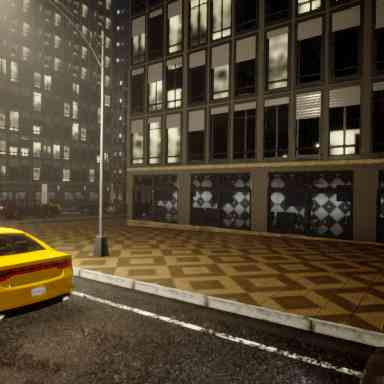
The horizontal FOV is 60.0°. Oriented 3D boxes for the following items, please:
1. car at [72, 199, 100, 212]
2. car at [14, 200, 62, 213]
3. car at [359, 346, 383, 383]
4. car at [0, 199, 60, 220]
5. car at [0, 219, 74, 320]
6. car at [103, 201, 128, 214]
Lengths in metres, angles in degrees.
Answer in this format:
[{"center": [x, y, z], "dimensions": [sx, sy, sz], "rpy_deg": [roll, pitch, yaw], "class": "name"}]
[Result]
[{"center": [-12.601, 1.711, 41.811], "dimensions": [1.837, 1.490, 4.892], "rpy_deg": [1, 0, 36], "class": "car"}, {"center": [-17.913, 1.641, 38.964], "dimensions": [1.752, 1.417, 4.829], "rpy_deg": [1, 0, 36], "class": "car"}, {"center": [3.479, 1.548, 1.217], "dimensions": [5.357, 1.411, 2.033], "rpy_deg": [0, 0, 35], "class": "car"}, {"center": [-14.388, 1.518, 29.599], "dimensions": [2.192, 1.841, 5.009], "rpy_deg": [1, 0, 36], "class": "car"}, {"center": [-4.540, 1.474, 6.890], "dimensions": [5.008, 1.535, 1.882], "rpy_deg": [0, 0, 35], "class": "car"}, {"center": [-7.618, 1.829, 38.831], "dimensions": [1.752, 1.417, 4.829], "rpy_deg": [1, 0, 36], "class": "car"}]
